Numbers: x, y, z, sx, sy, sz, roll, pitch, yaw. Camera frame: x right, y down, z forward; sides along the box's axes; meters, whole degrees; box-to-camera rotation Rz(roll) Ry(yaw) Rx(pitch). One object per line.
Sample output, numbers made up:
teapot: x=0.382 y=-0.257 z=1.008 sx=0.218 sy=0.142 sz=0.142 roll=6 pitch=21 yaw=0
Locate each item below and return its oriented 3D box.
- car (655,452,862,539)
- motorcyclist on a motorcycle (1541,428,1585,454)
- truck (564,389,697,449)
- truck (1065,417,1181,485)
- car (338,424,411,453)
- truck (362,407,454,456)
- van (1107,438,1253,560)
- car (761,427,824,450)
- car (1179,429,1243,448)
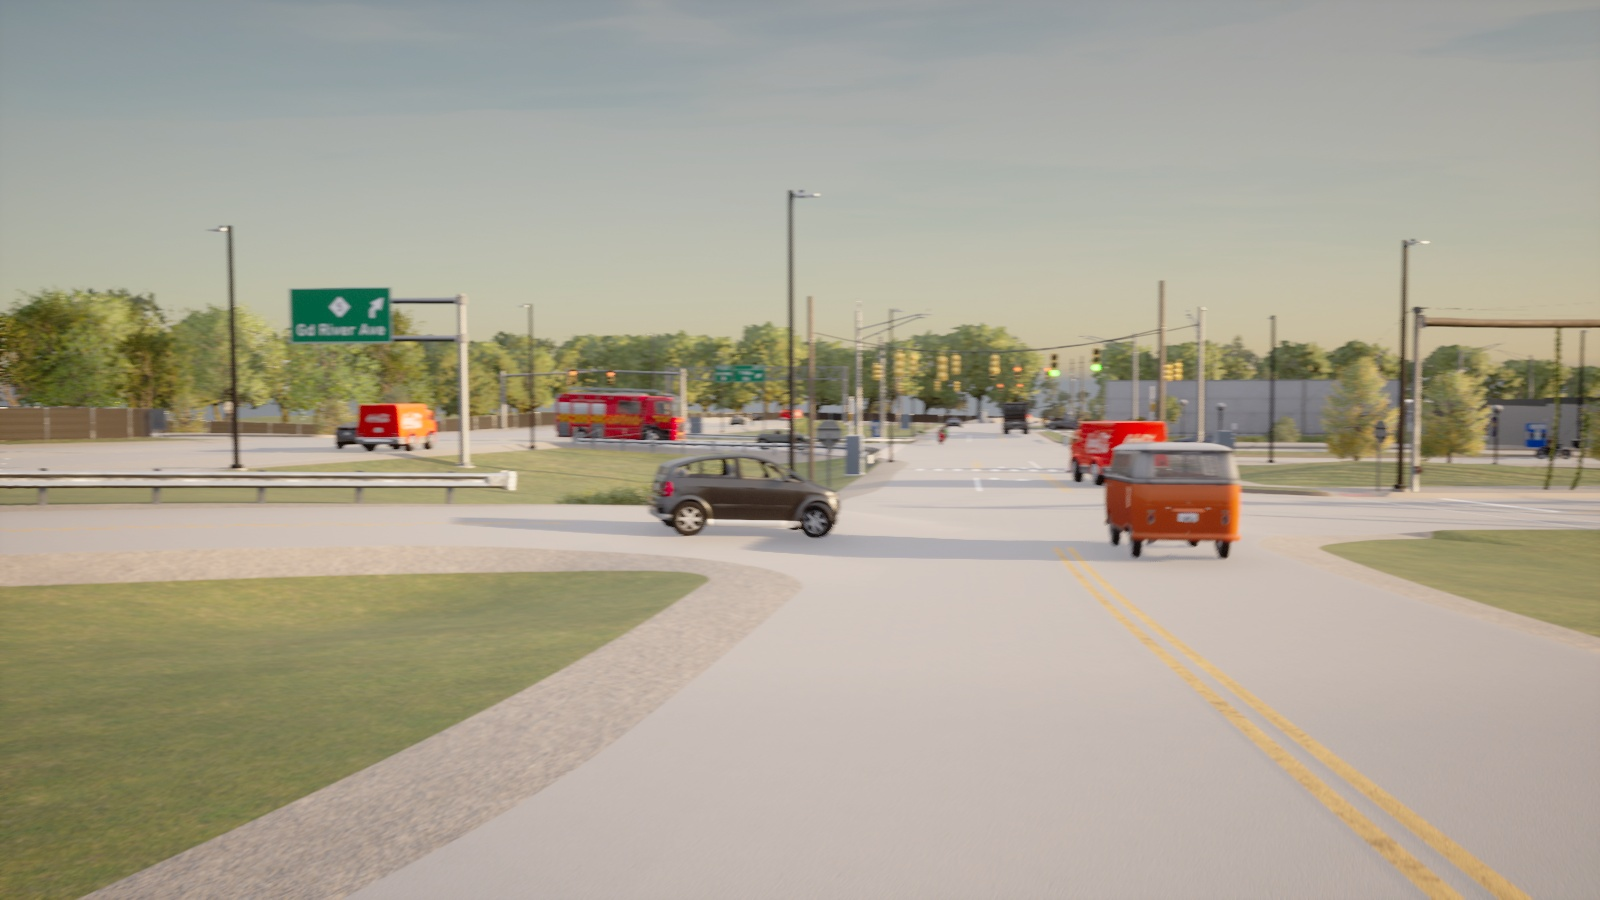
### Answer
car: x=-0.852 y=0.879 z=24.584 sx=3.705 sy=1.549 sz=1.789 roll=2 pitch=1 yaw=-14
motorcyclist on a motorcycle: x=50.447 y=-0.583 z=82.995 sx=2.350 sy=1.649 sz=0.766 roll=0 pitch=3 yaw=4
truck: x=-11.546 y=-2.163 z=85.858 sx=8.468 sy=3.827 sz=2.891 roll=2 pitch=2 yaw=8
truck: x=12.624 y=-0.004 z=49.473 sx=2.627 sy=2.467 sz=5.204 roll=-1 pitch=1 yaw=-8
car: x=-23.714 y=-0.680 z=70.126 sx=2.007 sy=1.525 sz=4.514 roll=0 pitch=2 yaw=8
truck: x=-20.685 y=-1.023 z=66.549 sx=2.627 sy=2.467 sz=5.204 roll=0 pitch=2 yaw=8
van: x=6.743 y=0.788 z=22.730 sx=1.775 sy=1.987 sz=4.442 roll=0 pitch=0 yaw=7
car: x=-0.488 y=-0.771 z=84.220 sx=3.806 sy=1.475 sz=1.970 roll=0 pitch=2 yaw=13
car: x=30.132 y=-0.857 z=92.220 sx=4.181 sy=1.385 sz=1.994 roll=0 pitch=2 yaw=8
